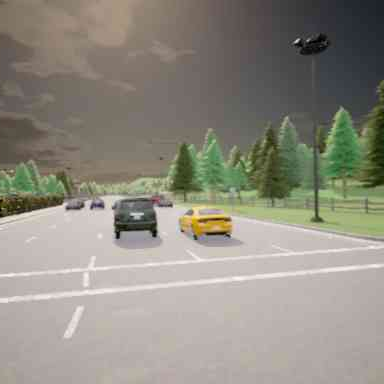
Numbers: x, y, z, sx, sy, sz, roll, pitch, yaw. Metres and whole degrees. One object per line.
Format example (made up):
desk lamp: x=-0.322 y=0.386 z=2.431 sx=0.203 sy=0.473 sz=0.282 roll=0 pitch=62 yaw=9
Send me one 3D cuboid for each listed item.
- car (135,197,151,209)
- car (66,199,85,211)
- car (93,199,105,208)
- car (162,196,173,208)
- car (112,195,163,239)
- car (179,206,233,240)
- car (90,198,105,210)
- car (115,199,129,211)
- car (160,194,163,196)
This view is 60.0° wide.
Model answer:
car: x=-7.856 y=1.641 z=52.911 sx=2.097 sy=1.767 sz=4.553 roll=-1 pitch=0 yaw=-13
car: x=-18.096 y=2.085 z=51.030 sx=1.994 sy=1.385 sz=4.181 roll=-1 pitch=0 yaw=-13
car: x=-16.903 y=2.039 z=60.754 sx=1.812 sy=1.442 sz=4.674 roll=-1 pitch=0 yaw=-13
car: x=-4.269 y=1.770 z=52.968 sx=1.994 sy=1.385 sz=4.181 roll=-1 pitch=0 yaw=-13
car: x=-3.237 y=1.334 z=18.587 sx=2.150 sy=2.045 sz=5.566 roll=-1 pitch=0 yaw=-13
car: x=0.584 y=1.500 z=17.546 sx=1.882 sy=1.535 sz=5.008 roll=-1 pitch=0 yaw=-13
car: x=-14.758 y=1.798 z=52.104 sx=2.097 sy=1.767 sz=4.553 roll=-1 pitch=0 yaw=-13
car: x=-9.894 y=1.828 z=46.789 sx=1.837 sy=1.490 sz=4.892 roll=-1 pitch=0 yaw=-13
car: x=-6.398 y=1.493 z=61.921 sx=2.150 sy=2.045 sz=5.566 roll=-1 pitch=0 yaw=-13
